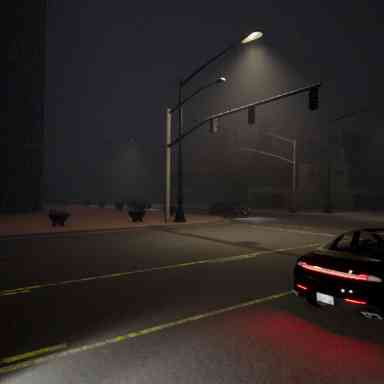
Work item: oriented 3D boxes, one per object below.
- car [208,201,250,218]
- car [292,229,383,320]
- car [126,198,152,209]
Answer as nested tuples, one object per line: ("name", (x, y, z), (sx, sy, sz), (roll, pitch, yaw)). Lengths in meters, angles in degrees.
("car", (3.427, 1.601, 31.620), (1.812, 1.442, 4.674), (1, 0, -35))
("car", (4.117, 1.503, 6.739), (4.902, 1.511, 2.128), (0, 0, -35))
("car", (-7.668, 1.626, 47.531), (2.033, 1.411, 5.357), (1, -1, -35))
